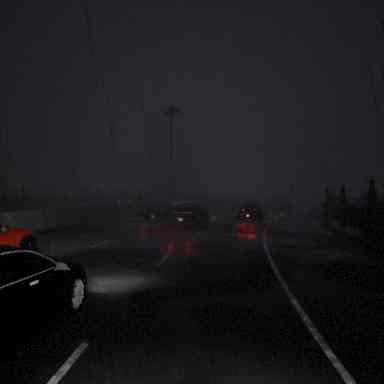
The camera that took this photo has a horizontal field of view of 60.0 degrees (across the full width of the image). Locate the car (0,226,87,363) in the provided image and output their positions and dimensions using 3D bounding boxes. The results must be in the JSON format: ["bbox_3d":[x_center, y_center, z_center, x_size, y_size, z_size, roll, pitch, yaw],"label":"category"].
[{"bbox_3d":[-3.092,1.491,4.695,1.837,1.490,4.892,0,0,4],"label":"car"}]

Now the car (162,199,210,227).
[{"bbox_3d":[-0.053,1.475,22.761,2.128,1.511,4.902,0,0,15],"label":"car"}]

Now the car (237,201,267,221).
[{"bbox_3d":[4.921,1.501,27.040,1.837,1.490,4.892,0,0,18],"label":"car"}]

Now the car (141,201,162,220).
[{"bbox_3d":[-2.319,1.573,27.541,1.895,1.301,4.718,0,0,18],"label":"car"}]

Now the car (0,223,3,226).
[{"bbox_3d":[-6.215,1.325,8.969,2.097,1.767,4.553,0,0,6],"label":"car"}]

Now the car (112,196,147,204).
[{"bbox_3d":[-7.692,1.295,43.046,2.097,1.767,4.553,0,0,25],"label":"car"}]

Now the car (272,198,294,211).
[{"bbox_3d":[11.324,1.533,41.304,1.812,1.442,4.674,0,0,29],"label":"car"}]

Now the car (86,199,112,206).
[{"bbox_3d":[-11.487,1.532,43.118,1.895,1.301,4.718,0,0,24],"label":"car"}]
